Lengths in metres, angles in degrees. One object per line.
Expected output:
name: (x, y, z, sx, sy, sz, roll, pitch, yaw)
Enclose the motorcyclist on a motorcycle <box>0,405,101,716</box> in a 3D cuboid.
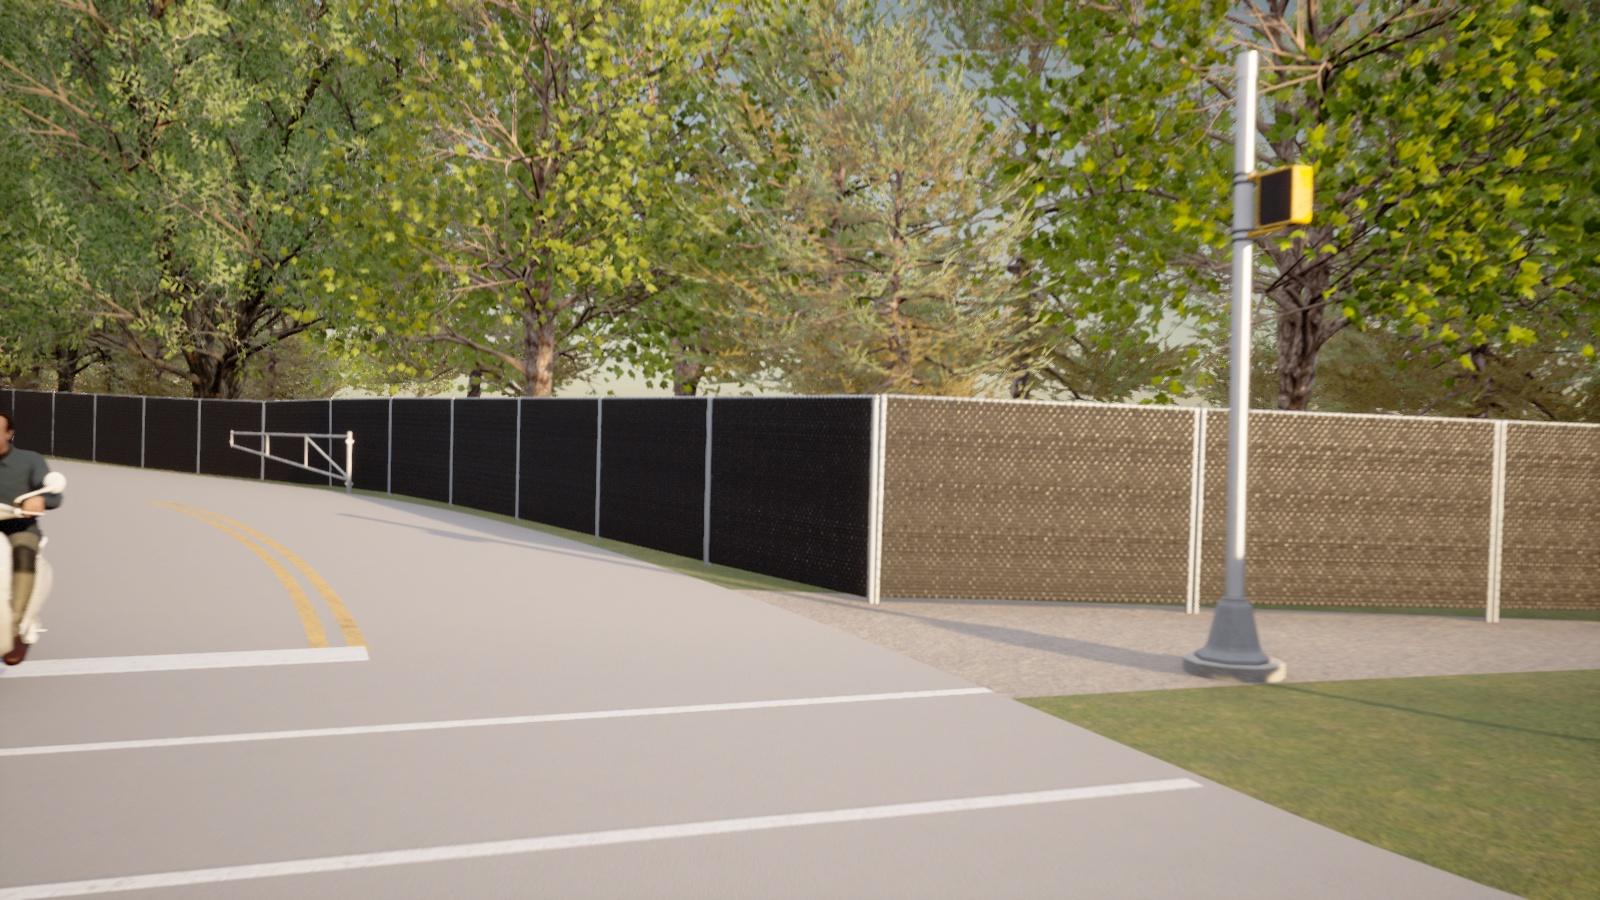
motorcyclist on a motorcycle: (-4.707, 0.545, 7.244, 0.866, 1.590, 1.817, 1, 2, -19)
